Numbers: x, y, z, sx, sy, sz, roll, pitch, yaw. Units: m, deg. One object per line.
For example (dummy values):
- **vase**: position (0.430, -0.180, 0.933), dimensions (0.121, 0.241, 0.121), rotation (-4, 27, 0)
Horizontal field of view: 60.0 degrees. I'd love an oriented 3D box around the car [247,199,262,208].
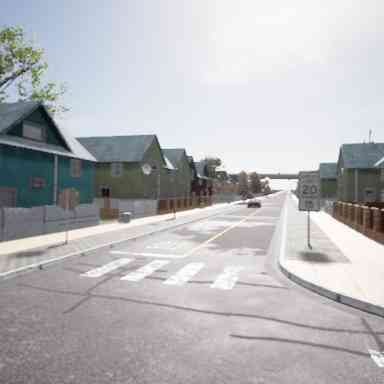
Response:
- **car**: position (9.507, 1.665, 50.399), dimensions (1.895, 1.301, 4.718), rotation (1, 0, 16)
